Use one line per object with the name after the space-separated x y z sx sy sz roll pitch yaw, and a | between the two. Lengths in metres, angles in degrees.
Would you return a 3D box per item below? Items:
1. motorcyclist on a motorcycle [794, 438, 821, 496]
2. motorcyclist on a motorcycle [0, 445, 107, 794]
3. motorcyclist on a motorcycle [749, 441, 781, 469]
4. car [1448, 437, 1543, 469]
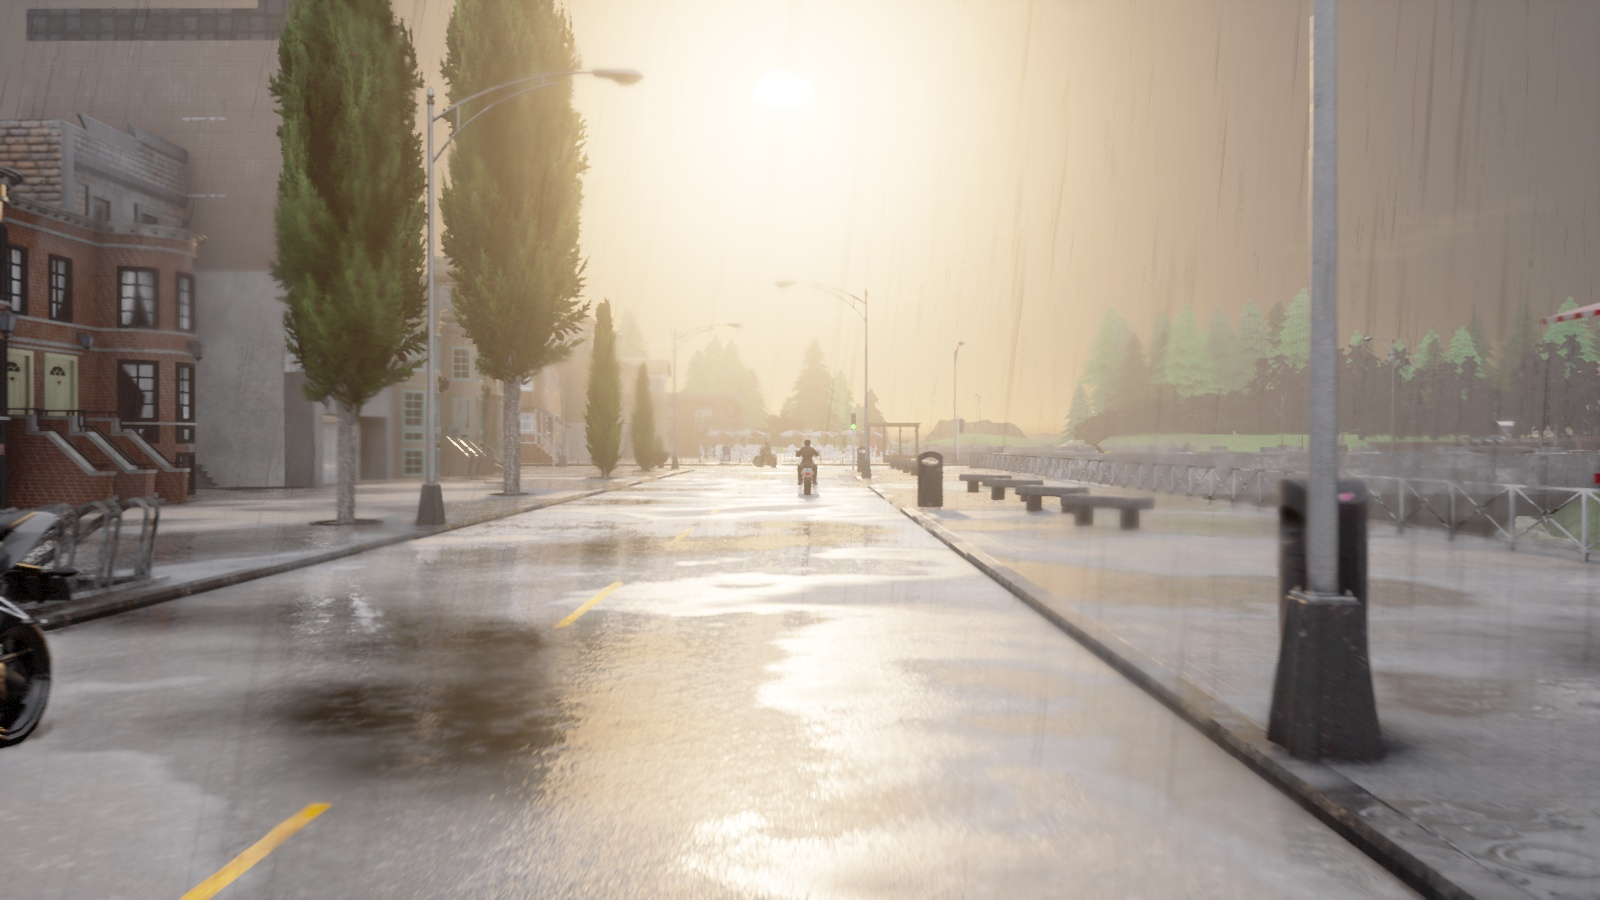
0.220 0.488 37.110 0.766 1.649 2.350 0 0 0 | motorcyclist on a motorcycle
-3.955 0.749 5.275 0.866 1.530 2.191 0 0 0 | motorcyclist on a motorcycle
-2.099 0.272 75.063 0.766 1.649 2.350 -1 1 -33 | motorcyclist on a motorcycle
41.642 0.173 75.242 4.605 1.855 1.932 0 0 1 | car
